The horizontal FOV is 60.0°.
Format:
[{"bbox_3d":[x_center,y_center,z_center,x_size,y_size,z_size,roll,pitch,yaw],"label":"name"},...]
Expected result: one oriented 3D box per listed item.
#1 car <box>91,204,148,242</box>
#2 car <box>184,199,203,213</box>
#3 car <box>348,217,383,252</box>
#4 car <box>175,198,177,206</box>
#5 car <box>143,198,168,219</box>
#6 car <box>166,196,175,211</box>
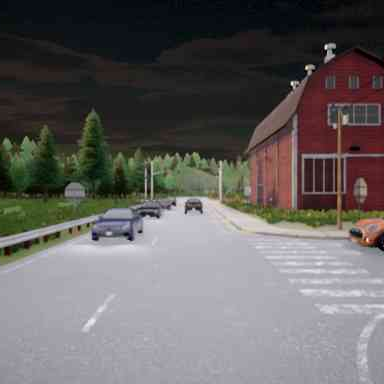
[{"bbox_3d":[-3.559,1.520,16.616,1.812,1.442,4.674,0,0,0],"label":"car"},{"bbox_3d":[0.193,1.493,36.739,1.837,1.490,4.892,0,0,0],"label":"car"},{"bbox_3d":[8.675,1.348,13.069,4.553,1.767,2.097,0,0,4],"label":"car"},{"bbox_3d":[-3.432,1.461,52.404,1.882,1.535,5.008,0,0,0],"label":"car"},{"bbox_3d":[-3.523,1.539,28.999,2.033,1.411,5.357,0,0,0],"label":"car"},{"bbox_3d":[-3.493,1.492,40.286,1.837,1.490,4.892,0,0,0],"label":"car"}]
